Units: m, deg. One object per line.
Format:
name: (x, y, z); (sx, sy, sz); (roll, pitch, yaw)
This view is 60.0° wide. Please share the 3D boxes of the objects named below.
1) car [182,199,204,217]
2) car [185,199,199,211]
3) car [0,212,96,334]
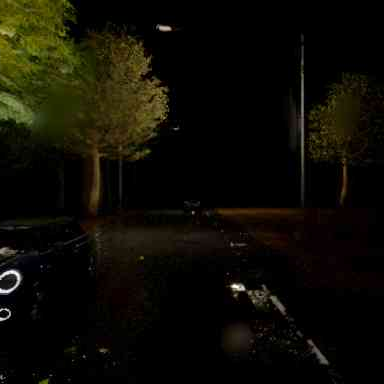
car: (0.115, 1.695, 33.468); (1.837, 1.490, 4.892); (0, 0, 0)
car: (0.042, 1.750, 45.696); (1.882, 1.535, 5.008); (0, 0, 0)
car: (-3.594, 1.378, 6.970); (2.097, 1.767, 4.553); (0, 0, 0)
